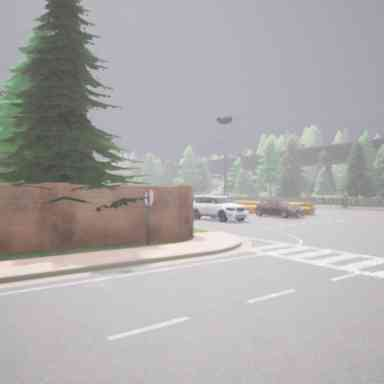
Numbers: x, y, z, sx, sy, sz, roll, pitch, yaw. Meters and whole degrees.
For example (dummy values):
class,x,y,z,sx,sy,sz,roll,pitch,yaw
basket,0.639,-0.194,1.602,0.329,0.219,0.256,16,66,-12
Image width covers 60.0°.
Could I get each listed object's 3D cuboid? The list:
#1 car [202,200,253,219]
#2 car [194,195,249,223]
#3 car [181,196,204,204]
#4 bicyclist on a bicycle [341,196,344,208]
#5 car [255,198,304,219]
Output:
class,x,y,z,sx,sy,sz,roll,pitch,yaw
car,3.233,1.567,31.522,2.128,1.511,4.902,0,0,-35
car,2.103,1.285,27.059,2.150,2.045,5.566,0,0,-35
car,0.068,1.631,66.597,2.128,1.511,4.902,0,0,-35
bicyclist on a bicycle,22.298,1.469,48.704,1.656,1.620,0.582,0,0,-35
car,8.064,1.440,30.749,2.097,1.767,4.553,0,0,-35
